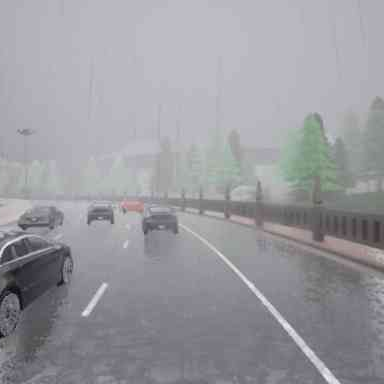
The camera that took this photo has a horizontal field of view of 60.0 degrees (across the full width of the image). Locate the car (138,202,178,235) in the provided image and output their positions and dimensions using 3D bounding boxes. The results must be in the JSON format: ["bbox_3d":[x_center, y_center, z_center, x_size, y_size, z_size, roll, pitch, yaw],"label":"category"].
[{"bbox_3d":[-1.937,1.509,19.069,1.837,1.490,4.892,0,0,-10],"label":"car"}]

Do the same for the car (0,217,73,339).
[{"bbox_3d":[-3.820,1.505,6.504,2.128,1.511,4.902,0,0,-4],"label":"car"}]

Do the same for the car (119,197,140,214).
[{"bbox_3d":[-6.786,1.373,36.683,2.097,1.767,4.553,0,0,-19],"label":"car"}]

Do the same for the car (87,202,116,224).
[{"bbox_3d":[-6.840,1.528,25.164,1.837,1.490,4.892,0,0,-14],"label":"car"}]

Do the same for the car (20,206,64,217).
[{"bbox_3d":[-9.386,1.580,21.048,2.033,1.411,5.357,0,0,-13],"label":"car"}]
